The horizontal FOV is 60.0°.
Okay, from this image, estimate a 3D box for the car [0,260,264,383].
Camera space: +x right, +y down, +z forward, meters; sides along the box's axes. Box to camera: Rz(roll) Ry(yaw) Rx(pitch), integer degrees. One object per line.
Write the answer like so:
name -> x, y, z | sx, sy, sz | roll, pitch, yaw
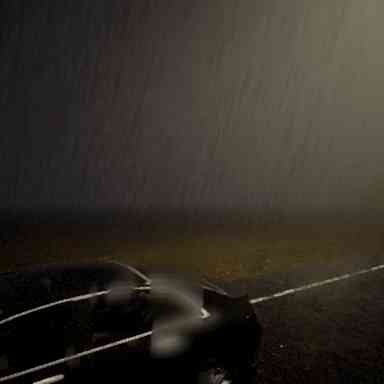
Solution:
car -> -1.464, 1.512, 3.002 | 4.892, 1.490, 1.837 | 1, 0, -36
